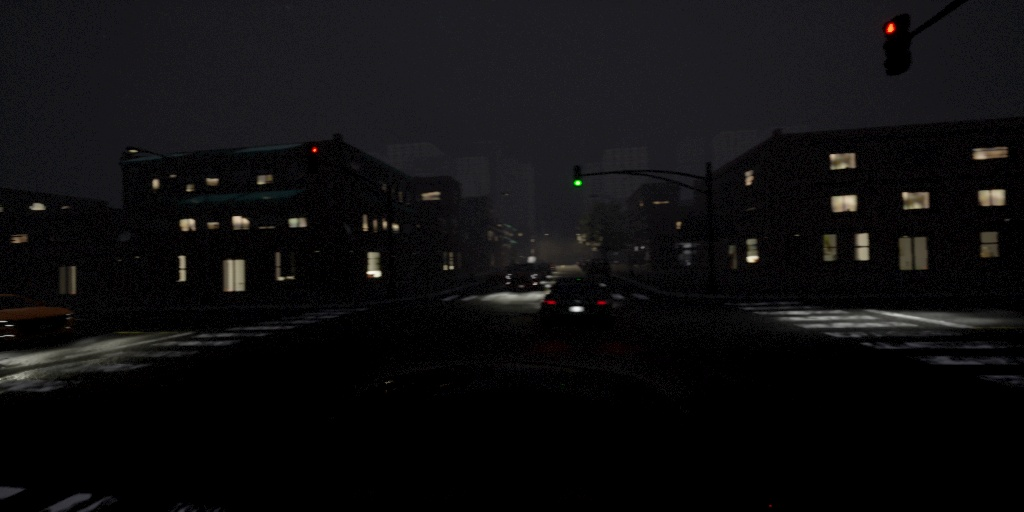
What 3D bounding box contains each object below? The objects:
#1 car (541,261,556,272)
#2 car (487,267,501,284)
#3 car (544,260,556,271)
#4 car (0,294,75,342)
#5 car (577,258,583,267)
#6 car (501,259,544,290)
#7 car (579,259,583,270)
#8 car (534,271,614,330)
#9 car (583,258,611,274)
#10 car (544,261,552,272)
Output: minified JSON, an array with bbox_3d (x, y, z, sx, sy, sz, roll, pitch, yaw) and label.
[{"bbox_3d":[5.524,1.545,53.437,1.882,1.535,5.008,-2,-1,9],"label":"car"},{"bbox_3d":[-0.933,1.563,30.252,1.888,1.381,4.507,0,0,9],"label":"car"},{"bbox_3d":[3.873,1.564,43.479,2.033,1.411,5.357,-2,-1,9],"label":"car"},{"bbox_3d":[-16.175,1.902,10.919,5.008,1.535,1.882,-2,-1,9],"label":"car"},{"bbox_3d":[11.750,1.488,56.211,2.007,1.370,4.403,0,0,9],"label":"car"},{"bbox_3d":[0.843,1.270,24.090,2.097,1.767,4.553,-2,-1,7],"label":"car"},{"bbox_3d":[10.886,1.473,50.754,1.948,1.339,4.313,0,0,9],"label":"car"},{"bbox_3d":[1.974,1.343,11.193,1.994,1.385,4.181,-2,0,9],"label":"car"},{"bbox_3d":[8.292,1.136,34.382,2.192,1.841,5.009,0,0,9],"label":"car"},{"bbox_3d":[2.283,1.513,33.532,2.033,1.411,5.357,-2,-1,9],"label":"car"}]
